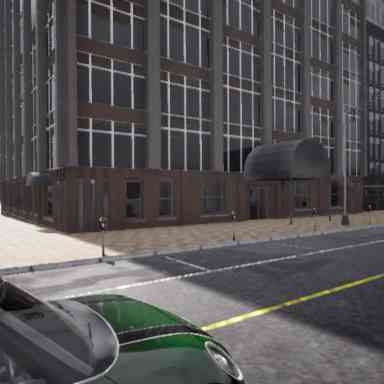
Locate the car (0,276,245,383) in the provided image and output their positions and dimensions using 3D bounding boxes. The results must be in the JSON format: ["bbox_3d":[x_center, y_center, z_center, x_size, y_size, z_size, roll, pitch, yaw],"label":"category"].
[{"bbox_3d":[-1.729,1.347,2.201,4.553,1.767,2.097,0,0,-35],"label":"car"}]
